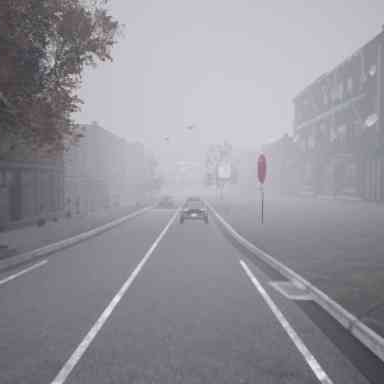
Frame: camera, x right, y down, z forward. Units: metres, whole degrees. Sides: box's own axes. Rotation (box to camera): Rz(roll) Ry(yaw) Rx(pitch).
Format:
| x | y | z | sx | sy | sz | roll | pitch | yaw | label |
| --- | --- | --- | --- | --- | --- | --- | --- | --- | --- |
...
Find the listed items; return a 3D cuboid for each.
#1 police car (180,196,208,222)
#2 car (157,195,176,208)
| x | y | z | sx | sy | sz | roll | pitch | yaw | label |
| --- | --- | --- | --- | --- | --- | --- | --- | --- | --- |
| 0.152 | 1.342 | 24.509 | 2.038 | 1.542 | 4.974 | 0 | 1 | 0 | police car |
| -2.965 | 1.145 | 39.855 | 1.837 | 1.490 | 4.892 | 0 | 0 | 1 | car |
